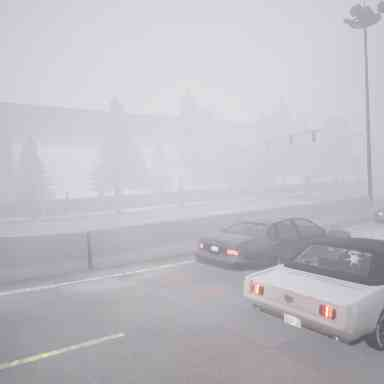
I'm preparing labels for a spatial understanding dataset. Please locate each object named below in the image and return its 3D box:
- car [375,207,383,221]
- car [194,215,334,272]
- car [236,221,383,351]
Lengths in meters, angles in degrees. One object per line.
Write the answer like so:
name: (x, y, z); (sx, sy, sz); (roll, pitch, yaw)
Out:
car: (10.765, 0.867, 15.808); (5.357, 1.411, 2.033); (-4, 2, -36)
car: (2.616, 1.400, 9.944); (5.357, 1.411, 2.033); (-3, 1, -36)
car: (3.251, 1.506, 6.092); (4.718, 1.301, 1.895); (-2, 1, -36)
